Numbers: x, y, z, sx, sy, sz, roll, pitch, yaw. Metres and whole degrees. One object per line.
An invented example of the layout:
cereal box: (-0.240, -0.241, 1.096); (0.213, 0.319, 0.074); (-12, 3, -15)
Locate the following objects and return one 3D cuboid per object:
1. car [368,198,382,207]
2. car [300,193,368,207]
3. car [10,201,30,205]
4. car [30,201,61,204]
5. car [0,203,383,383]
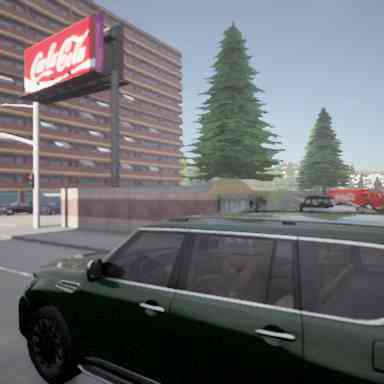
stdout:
car: (11.081, 1.372, 24.070); (4.193, 1.474, 1.816); (0, 0, 35)
car: (9.145, 1.185, 22.009); (3.866, 1.878, 1.905); (0, 0, 35)
car: (-18.460, 1.731, 35.989); (2.128, 1.511, 4.902); (0, 0, 35)
car: (-14.500, 1.780, 35.537); (1.994, 1.385, 4.181); (0, 0, 35)
car: (0.331, 1.235, 3.754); (5.566, 2.045, 2.150); (0, 0, 35)
